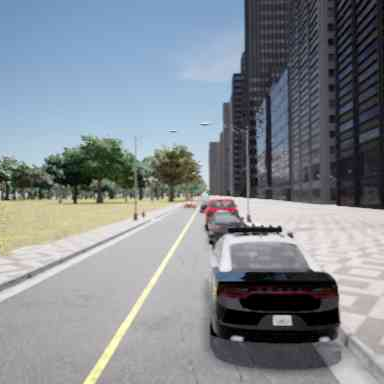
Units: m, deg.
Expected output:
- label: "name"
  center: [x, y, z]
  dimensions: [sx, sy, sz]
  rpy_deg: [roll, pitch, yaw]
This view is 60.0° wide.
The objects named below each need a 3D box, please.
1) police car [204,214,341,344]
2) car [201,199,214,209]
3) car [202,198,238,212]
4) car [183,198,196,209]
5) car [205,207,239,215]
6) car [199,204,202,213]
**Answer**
- label: "police car"
  center: [1.287, 1.491, 6.912]
  dimensions: [1.930, 1.638, 5.238]
  rpy_deg: [-1, -1, 3]
- label: "car"
  center: [2.574, 2.024, 56.697]
  dimensions: [2.128, 1.511, 4.902]
  rpy_deg: [0, 0, 3]
- label: "car"
  center: [1.982, 1.449, 22.819]
  dimensions: [2.150, 2.045, 5.566]
  rpy_deg: [-1, -1, 3]
- label: "car"
  center: [-0.393, 1.915, 57.545]
  dimensions: [2.097, 1.767, 4.553]
  rpy_deg: [0, 0, 3]
- label: "car"
  center: [1.722, 1.692, 16.791]
  dimensions: [1.812, 1.442, 4.674]
  rpy_deg: [0, -1, 3]
- label: "car"
  center: [2.031, 1.926, 43.771]
  dimensions: [1.837, 1.490, 4.892]
  rpy_deg: [0, 0, 3]
